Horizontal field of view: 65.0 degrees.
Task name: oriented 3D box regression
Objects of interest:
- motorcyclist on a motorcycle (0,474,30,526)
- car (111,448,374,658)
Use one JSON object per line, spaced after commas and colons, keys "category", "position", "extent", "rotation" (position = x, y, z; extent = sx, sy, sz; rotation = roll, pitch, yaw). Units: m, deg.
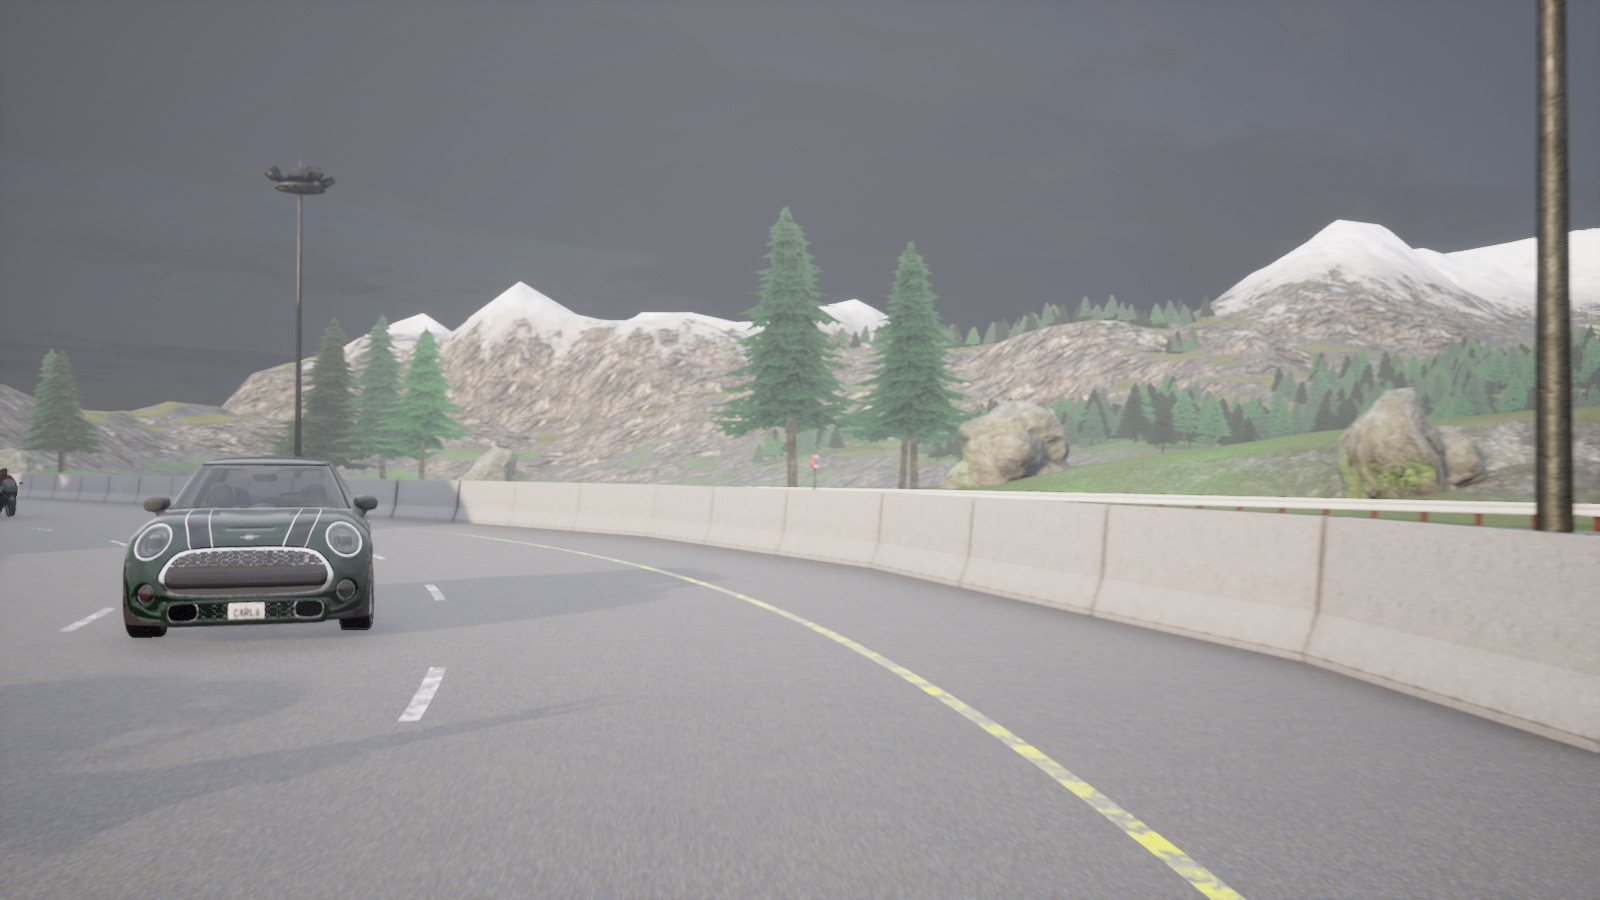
{"category": "motorcyclist on a motorcycle", "position": [-24.406, 1.514, 38.520], "extent": [2.044, 1.523, 0.797], "rotation": [-1, -1, 42]}
{"category": "car", "position": [-5.544, 0.904, 13.078], "extent": [2.097, 1.767, 4.553], "rotation": [0, -1, -19]}
